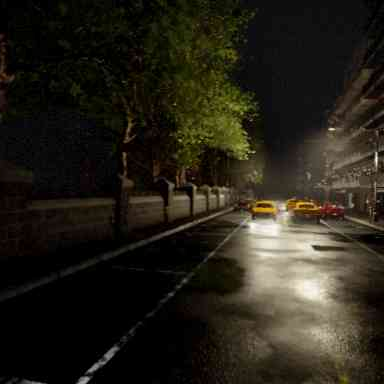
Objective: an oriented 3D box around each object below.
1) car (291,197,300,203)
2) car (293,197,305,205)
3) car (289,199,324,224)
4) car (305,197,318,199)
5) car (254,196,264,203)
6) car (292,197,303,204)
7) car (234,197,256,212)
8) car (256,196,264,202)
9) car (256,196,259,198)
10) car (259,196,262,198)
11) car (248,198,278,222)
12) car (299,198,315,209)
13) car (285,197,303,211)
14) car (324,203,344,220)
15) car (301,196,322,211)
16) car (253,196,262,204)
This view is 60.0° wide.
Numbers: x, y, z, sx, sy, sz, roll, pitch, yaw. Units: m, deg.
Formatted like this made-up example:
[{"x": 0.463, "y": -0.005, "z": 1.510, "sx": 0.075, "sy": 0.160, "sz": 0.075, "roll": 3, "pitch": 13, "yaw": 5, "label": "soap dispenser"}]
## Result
[{"x": 24.819, "y": 1.930, "z": 79.785, "sx": 1.752, "sy": 1.417, "sz": 4.829, "roll": 1, "pitch": 0, "yaw": 14, "label": "car"}, {"x": 22.092, "y": 1.798, "z": 68.684, "sx": 1.967, "sy": 1.590, "sz": 4.097, "roll": 1, "pitch": 0, "yaw": 14, "label": "car"}, {"x": 9.087, "y": 1.616, "z": 26.773, "sx": 1.882, "sy": 1.535, "sz": 5.008, "roll": 2, "pitch": 0, "yaw": 14, "label": "car"}, {"x": 15.370, "y": 1.699, "z": 41.347, "sx": 1.967, "sy": 1.590, "sz": 4.097, "roll": 1, "pitch": 0, "yaw": 14, "label": "car"}, {"x": 15.299, "y": 1.709, "z": 76.152, "sx": 2.008, "sy": 1.369, "sz": 4.403, "roll": 1, "pitch": 0, "yaw": 14, "label": "car"}, {"x": 23.434, "y": 1.946, "z": 74.152, "sx": 1.947, "sy": 1.339, "sz": 4.313, "roll": 1, "pitch": 0, "yaw": 14, "label": "car"}, {"x": 5.890, "y": 1.458, "z": 37.881, "sx": 1.967, "sy": 1.590, "sz": 4.097, "roll": 1, "pitch": 0, "yaw": 14, "label": "car"}, {"x": 16.603, "y": 1.706, "z": 81.455, "sx": 1.752, "sy": 1.417, "sz": 4.829, "roll": 1, "pitch": 0, "yaw": 14, "label": "car"}, {"x": 7.234, "y": 1.477, "z": 43.347, "sx": 1.967, "sy": 1.590, "sz": 4.097, "roll": 1, "pitch": 0, "yaw": 14, "label": "car"}, {"x": 9.921, "y": 1.625, "z": 54.283, "sx": 2.008, "sy": 1.369, "sz": 4.403, "roll": 1, "pitch": 0, "yaw": 14, "label": "car"}, {"x": 5.963, "y": 1.532, "z": 27.262, "sx": 1.882, "sy": 1.535, "sz": 5.008, "roll": 2, "pitch": 0, "yaw": 14, "label": "car"}, {"x": 18.059, "y": 1.737, "z": 52.282, "sx": 1.967, "sy": 1.590, "sz": 4.097, "roll": 1, "pitch": 0, "yaw": 14, "label": "car"}, {"x": 12.922, "y": 1.668, "z": 42.399, "sx": 1.882, "sy": 1.535, "sz": 5.008, "roll": 2, "pitch": 0, "yaw": 14, "label": "car"}, {"x": 12.678, "y": 1.767, "z": 30.413, "sx": 1.887, "sy": 1.381, "sz": 4.507, "roll": 1, "pitch": 0, "yaw": 14, "label": "car"}, {"x": 16.717, "y": 1.593, "z": 46.814, "sx": 2.192, "sy": 1.841, "sz": 5.009, "roll": 1, "pitch": 0, "yaw": 14, "label": "car"}, {"x": 13.914, "y": 1.661, "z": 70.520, "sx": 1.752, "sy": 1.417, "sz": 4.829, "roll": 1, "pitch": 0, "yaw": 14, "label": "car"}]
